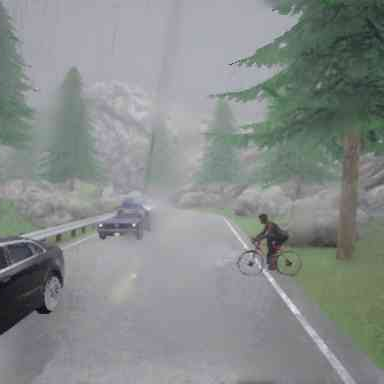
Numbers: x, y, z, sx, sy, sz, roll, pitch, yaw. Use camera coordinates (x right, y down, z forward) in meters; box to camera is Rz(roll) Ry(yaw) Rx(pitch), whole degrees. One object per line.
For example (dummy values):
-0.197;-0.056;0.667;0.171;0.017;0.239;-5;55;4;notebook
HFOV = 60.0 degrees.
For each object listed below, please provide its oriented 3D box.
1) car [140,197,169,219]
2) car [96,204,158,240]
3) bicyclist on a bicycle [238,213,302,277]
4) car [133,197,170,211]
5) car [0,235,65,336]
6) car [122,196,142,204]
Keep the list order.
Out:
-2.933;1.328;26.430;1.812;1.442;4.674;0;0;-7;car
-3.082;1.472;16.246;1.895;1.301;4.718;0;0;2;car
1.995;1.378;8.542;1.656;1.620;0.582;0;0;1;bicyclist on a bicycle
-4.700;1.304;37.789;1.895;1.301;4.718;0;1;-39;car
-3.489;1.453;4.738;2.128;1.511;4.902;0;0;1;car
-5.334;1.219;32.787;1.882;1.535;5.008;0;1;-32;car
